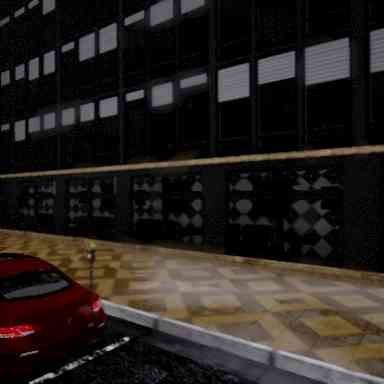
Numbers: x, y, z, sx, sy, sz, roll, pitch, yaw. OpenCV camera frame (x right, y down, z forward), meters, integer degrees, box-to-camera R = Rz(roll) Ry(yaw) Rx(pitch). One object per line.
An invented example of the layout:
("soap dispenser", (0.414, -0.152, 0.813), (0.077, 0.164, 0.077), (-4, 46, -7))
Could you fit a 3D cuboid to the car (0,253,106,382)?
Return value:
("car", (-3.072, 1.601, 5.028), (4.206, 1.307, 1.802), (0, 0, 35))
